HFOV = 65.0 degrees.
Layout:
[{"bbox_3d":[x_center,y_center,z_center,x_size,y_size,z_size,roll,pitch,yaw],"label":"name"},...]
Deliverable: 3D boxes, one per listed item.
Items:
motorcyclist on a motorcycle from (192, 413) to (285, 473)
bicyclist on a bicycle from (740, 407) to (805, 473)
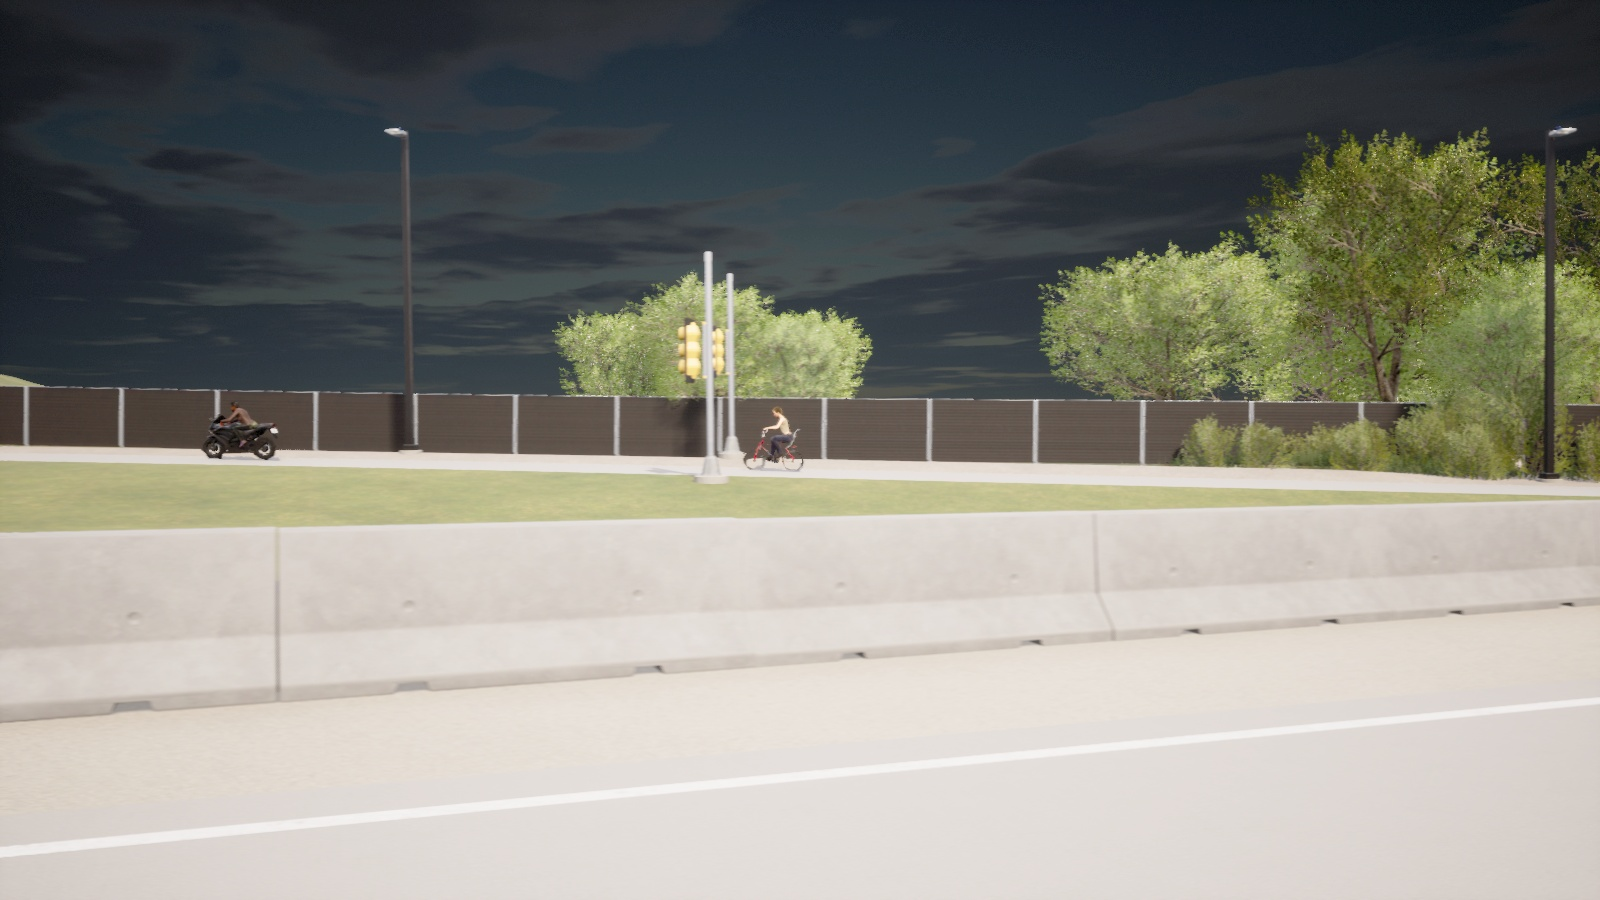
[{"bbox_3d":[-14.579,-0.182,32.616,2.044,1.523,0.797,0,2,6],"label":"motorcyclist on a motorcycle"},{"bbox_3d":[-0.675,-0.256,31.114,1.509,1.612,0.866,0,2,6],"label":"bicyclist on a bicycle"}]
